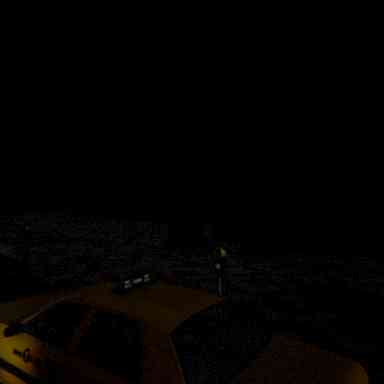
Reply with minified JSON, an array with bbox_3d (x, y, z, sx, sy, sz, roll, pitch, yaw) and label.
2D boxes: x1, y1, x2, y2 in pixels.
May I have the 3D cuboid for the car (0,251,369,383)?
[{"bbox_3d":[-0.788,1.529,3.528,4.829,1.417,1.752,0,0,36],"label":"car"}]
